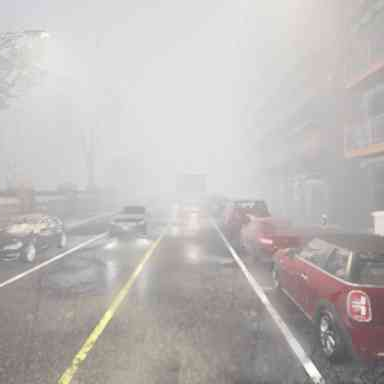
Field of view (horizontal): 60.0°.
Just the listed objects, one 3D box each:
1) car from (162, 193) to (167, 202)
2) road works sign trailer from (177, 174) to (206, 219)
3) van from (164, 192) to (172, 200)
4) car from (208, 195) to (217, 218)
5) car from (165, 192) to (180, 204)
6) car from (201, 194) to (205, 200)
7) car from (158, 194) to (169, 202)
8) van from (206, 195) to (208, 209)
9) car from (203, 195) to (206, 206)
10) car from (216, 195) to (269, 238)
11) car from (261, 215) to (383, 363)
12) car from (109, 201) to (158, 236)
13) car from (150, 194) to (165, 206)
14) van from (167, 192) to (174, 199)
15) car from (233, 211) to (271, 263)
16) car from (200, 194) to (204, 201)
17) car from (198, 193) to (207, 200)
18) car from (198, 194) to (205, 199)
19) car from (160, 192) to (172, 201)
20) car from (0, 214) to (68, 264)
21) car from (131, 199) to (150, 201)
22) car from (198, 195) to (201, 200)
[{"bbox_3d":[-5.726,1.327,56.502,1.802,1.307,4.206,0,0,0],"label":"car"},{"bbox_3d":[-0.018,0.334,27.797,2.380,3.560,2.880,0,0,0],"label":"road works sign trailer"},{"bbox_3d":[-5.741,1.014,79.019,1.690,1.788,3.998,0,0,0],"label":"van"},{"bbox_3d":[2.673,1.307,28.353,1.967,1.590,4.097,0,0,0],"label":"car"},{"bbox_3d":[-3.077,0.959,58.591,2.150,2.045,5.566,0,0,1],"label":"car"},{"bbox_3d":[2.662,1.345,45.245,2.008,1.369,4.403,0,0,0],"label":"car"},{"bbox_3d":[-5.733,1.145,67.758,1.967,1.590,4.097,0,0,0],"label":"car"},{"bbox_3d":[2.670,1.184,33.983,1.690,1.788,3.998,0,0,0],"label":"van"},{"bbox_3d":[2.665,1.385,39.615,1.947,1.339,4.313,0,0,0],"label":"car"},{"bbox_3d":[2.680,1.232,17.092,2.192,1.841,5.009,0,0,0],"label":"car"},{"bbox_3d":[2.688,1.410,5.832,1.967,1.590,4.097,0,0,0],"label":"car"},{"bbox_3d":[-3.112,1.438,18.014,1.812,1.442,4.674,0,0,0],"label":"car"},{"bbox_3d":[-5.722,1.335,50.871,1.947,1.339,4.313,0,0,0],"label":"car"},{"bbox_3d":[-5.748,0.982,90.280,1.690,1.788,3.998,0,0,0],"label":"van"},{"bbox_3d":[2.684,1.525,11.464,1.802,1.307,4.206,0,0,0],"label":"car"},{"bbox_3d":[2.659,1.315,50.876,1.887,1.381,4.507,0,0,0],"label":"car"},{"bbox_3d":[2.636,1.098,84.656,1.967,1.590,4.097,0,0,0],"label":"car"},{"bbox_3d":[2.632,1.223,90.287,1.802,1.307,4.206,0,0,0],"label":"car"},{"bbox_3d":[-5.738,1.004,73.388,2.192,1.841,5.009,0,0,0],"label":"car"},{"bbox_3d":[-5.696,1.493,11.458,2.008,1.369,4.403,0,0,0],"label":"car"},{"bbox_3d":[-5.711,1.368,33.809,1.752,1.417,4.829,0,0,0],"label":"car"},{"bbox_3d":[2.643,1.272,73.394,1.802,1.307,4.206,0,0,0],"label":"car"}]
